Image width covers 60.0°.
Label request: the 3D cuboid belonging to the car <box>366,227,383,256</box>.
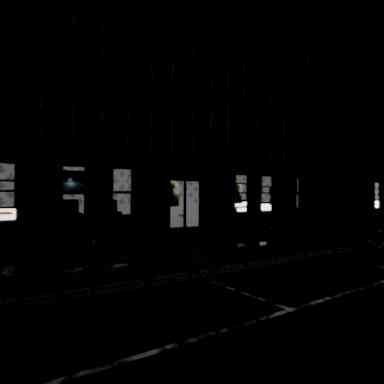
[{"bbox_3d":[8.183,1.671,12.392,4.403,1.369,2.008,1,0,-35],"label":"car"}]
